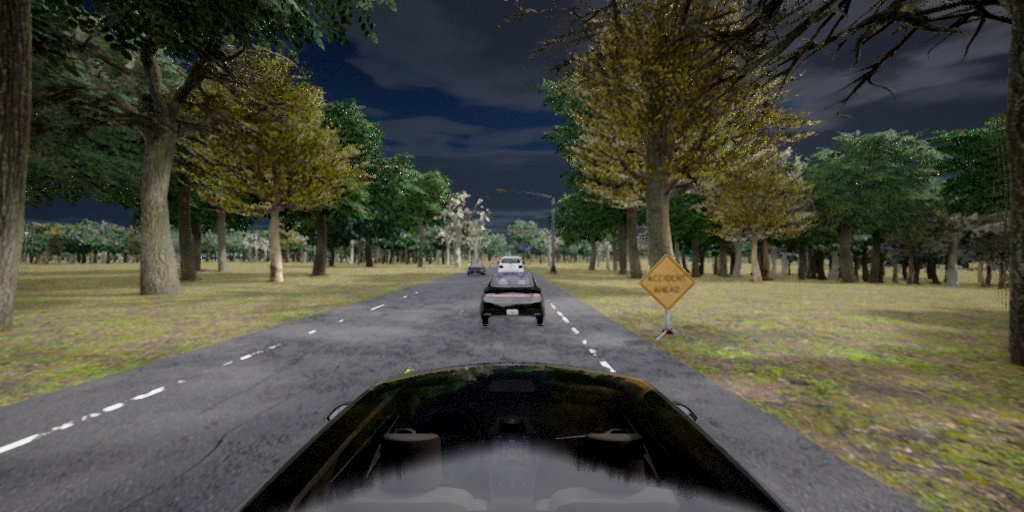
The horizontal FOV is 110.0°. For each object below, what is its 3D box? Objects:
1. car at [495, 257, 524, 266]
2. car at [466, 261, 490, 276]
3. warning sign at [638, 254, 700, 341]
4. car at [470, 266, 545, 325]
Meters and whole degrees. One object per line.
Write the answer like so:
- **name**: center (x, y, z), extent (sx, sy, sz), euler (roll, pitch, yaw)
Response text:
- **car**: center (-0.106, 1.084, 32.491), extent (2.150, 2.045, 5.566), euler (0, 0, 0)
- **car**: center (-3.846, 1.456, 39.579), extent (2.033, 1.411, 5.357), euler (0, 0, 0)
- **warning sign**: center (3.511, 0.877, 8.095), extent (1.300, 1.860, 1.060), euler (0, 0, 0)
- **car**: center (0.011, 1.269, 11.916), extent (2.128, 1.511, 4.902), euler (0, 0, 0)
